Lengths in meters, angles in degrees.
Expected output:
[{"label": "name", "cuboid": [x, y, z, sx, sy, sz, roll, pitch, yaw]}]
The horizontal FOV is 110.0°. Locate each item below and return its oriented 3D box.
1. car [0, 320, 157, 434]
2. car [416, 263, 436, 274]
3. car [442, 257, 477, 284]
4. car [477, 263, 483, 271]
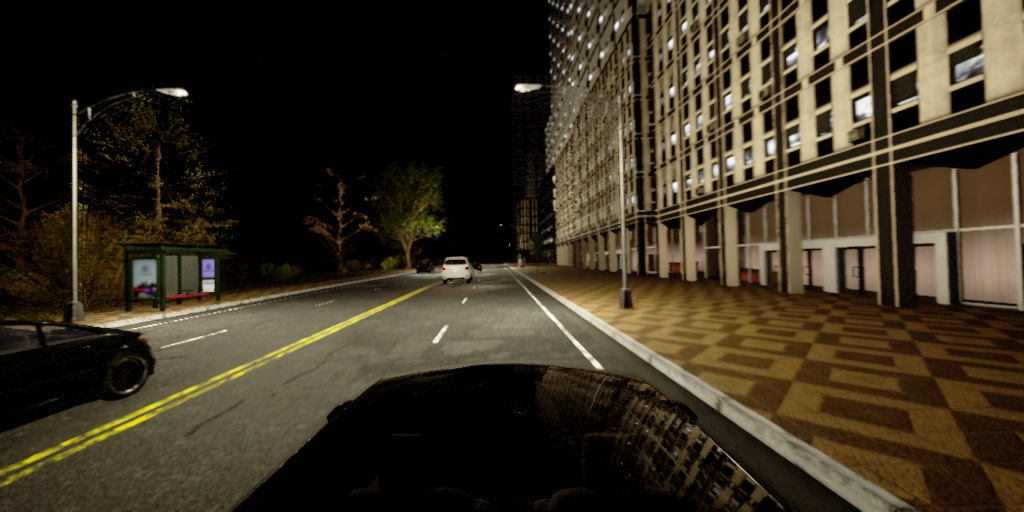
[{"label": "car", "cuboid": [-6.596, 1.458, 3.922, 1.994, 1.385, 4.181, -1, 0, -3]}, {"label": "car", "cuboid": [-11.813, 1.686, 49.597, 2.033, 1.411, 5.357, -1, 0, -3]}, {"label": "car", "cuboid": [-4.288, 1.110, 29.080, 2.150, 2.045, 5.566, -1, 0, -3]}, {"label": "car", "cuboid": [-5.375, 1.617, 53.338, 1.895, 1.301, 4.718, -1, 0, -3]}]
